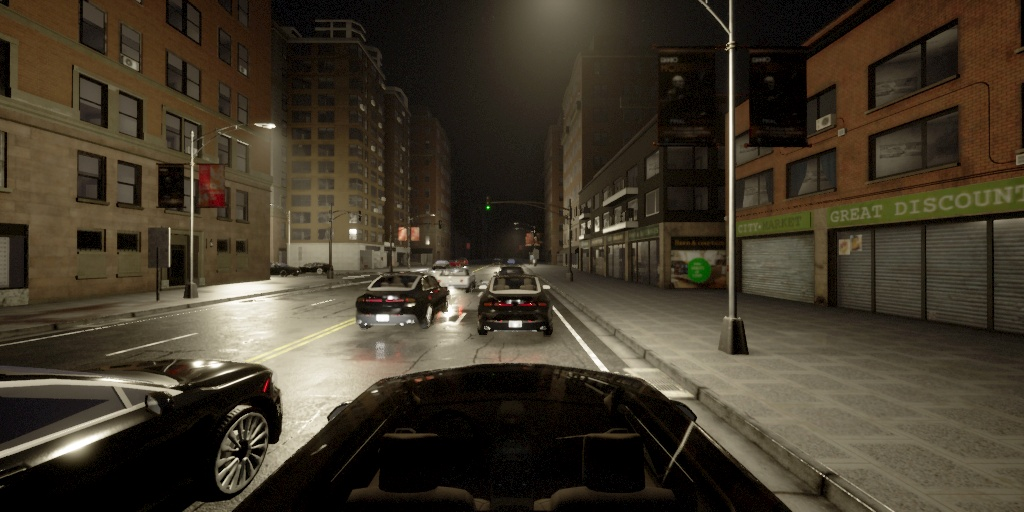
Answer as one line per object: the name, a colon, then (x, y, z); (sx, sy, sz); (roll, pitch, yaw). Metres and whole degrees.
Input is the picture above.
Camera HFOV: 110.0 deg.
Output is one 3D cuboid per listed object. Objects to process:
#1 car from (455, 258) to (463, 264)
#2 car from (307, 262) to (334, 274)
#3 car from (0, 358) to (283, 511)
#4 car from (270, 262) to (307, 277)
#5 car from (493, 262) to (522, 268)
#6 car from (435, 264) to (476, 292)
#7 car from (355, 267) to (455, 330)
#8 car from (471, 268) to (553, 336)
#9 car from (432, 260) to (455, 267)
car: (-9.950, 1.377, 60.496); (1.895, 1.301, 4.718); (0, 0, 0)
car: (-22.229, 1.347, 40.000); (4.313, 1.339, 1.948); (0, 0, 0)
car: (-3.153, 1.242, 1.538); (2.128, 1.511, 4.902); (0, 0, 0)
car: (-22.611, 1.316, 34.519); (4.181, 1.385, 1.994); (0, 0, 0)
car: (-0.032, 1.278, 19.992); (1.812, 1.442, 4.674); (0, 0, 0)
car: (-3.196, 1.354, 21.007); (1.895, 1.301, 4.718); (0, 0, 0)
car: (-3.171, 1.257, 11.200); (1.837, 1.490, 4.892); (0, 0, 0)
car: (0.080, 1.256, 10.353); (1.837, 1.490, 4.892); (0, 0, 0)
car: (-9.951, 1.316, 50.897); (2.033, 1.411, 5.357); (0, 0, 0)
